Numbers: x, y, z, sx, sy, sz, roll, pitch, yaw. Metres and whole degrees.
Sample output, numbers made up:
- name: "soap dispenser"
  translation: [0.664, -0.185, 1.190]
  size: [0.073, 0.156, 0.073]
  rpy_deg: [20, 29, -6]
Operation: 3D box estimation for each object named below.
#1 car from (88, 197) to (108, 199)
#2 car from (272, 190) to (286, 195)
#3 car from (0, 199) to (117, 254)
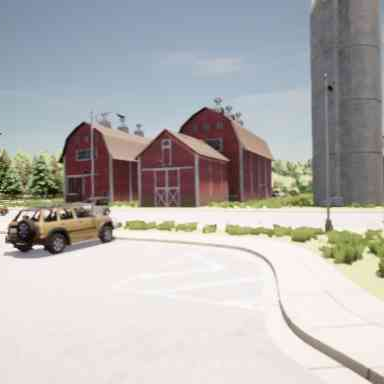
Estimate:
- name: "car"
  translation: [-9.036, 1.435, 30.162]
  size: [1.905, 1.878, 3.866]
  rpy_deg: [-1, 0, 25]
- name: "car"
  translation: [22.265, 0.601, 84.987]
  size: [3.866, 1.878, 1.905]
  rpy_deg: [1, -6, -18]
- name: "car"
  translation: [-5.222, 1.385, 13.884]
  size: [1.932, 1.855, 4.605]
  rpy_deg: [-1, 0, 25]
